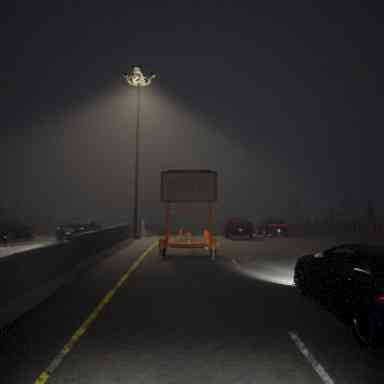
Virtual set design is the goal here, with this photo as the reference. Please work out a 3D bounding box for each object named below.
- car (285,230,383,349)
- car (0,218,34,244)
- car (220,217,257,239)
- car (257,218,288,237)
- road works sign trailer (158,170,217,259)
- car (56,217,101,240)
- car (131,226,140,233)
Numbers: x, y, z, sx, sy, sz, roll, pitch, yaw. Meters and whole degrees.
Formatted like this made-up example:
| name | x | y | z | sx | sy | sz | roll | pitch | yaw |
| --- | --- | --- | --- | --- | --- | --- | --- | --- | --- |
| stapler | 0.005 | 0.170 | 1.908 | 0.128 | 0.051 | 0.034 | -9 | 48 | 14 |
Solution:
| name | x | y | z | sx | sy | sz | roll | pitch | yaw |
| --- | --- | --- | --- | --- | --- | --- | --- | --- | --- |
| car | 3.484 | 1.679 | 6.451 | 1.994 | 1.385 | 4.181 | 0 | -1 | -1 |
| car | -10.902 | 2.221 | 19.302 | 1.994 | 1.385 | 4.181 | 0 | -4 | -1 |
| car | 3.220 | 2.620 | 24.744 | 1.882 | 1.535 | 5.008 | 0 | -5 | -1 |
| car | 6.671 | 2.979 | 28.090 | 1.837 | 1.490 | 4.892 | 0 | -6 | -1 |
| road works sign trailer | -0.127 | 0.845 | 14.179 | 2.380 | 3.560 | 2.880 | 0 | -3 | 2 |
| car | -7.445 | 2.386 | 22.276 | 2.128 | 1.511 | 4.902 | 0 | -5 | -1 |
| car | -11.492 | 7.430 | 65.636 | 1.994 | 1.385 | 4.181 | 0 | -7 | 0 |
